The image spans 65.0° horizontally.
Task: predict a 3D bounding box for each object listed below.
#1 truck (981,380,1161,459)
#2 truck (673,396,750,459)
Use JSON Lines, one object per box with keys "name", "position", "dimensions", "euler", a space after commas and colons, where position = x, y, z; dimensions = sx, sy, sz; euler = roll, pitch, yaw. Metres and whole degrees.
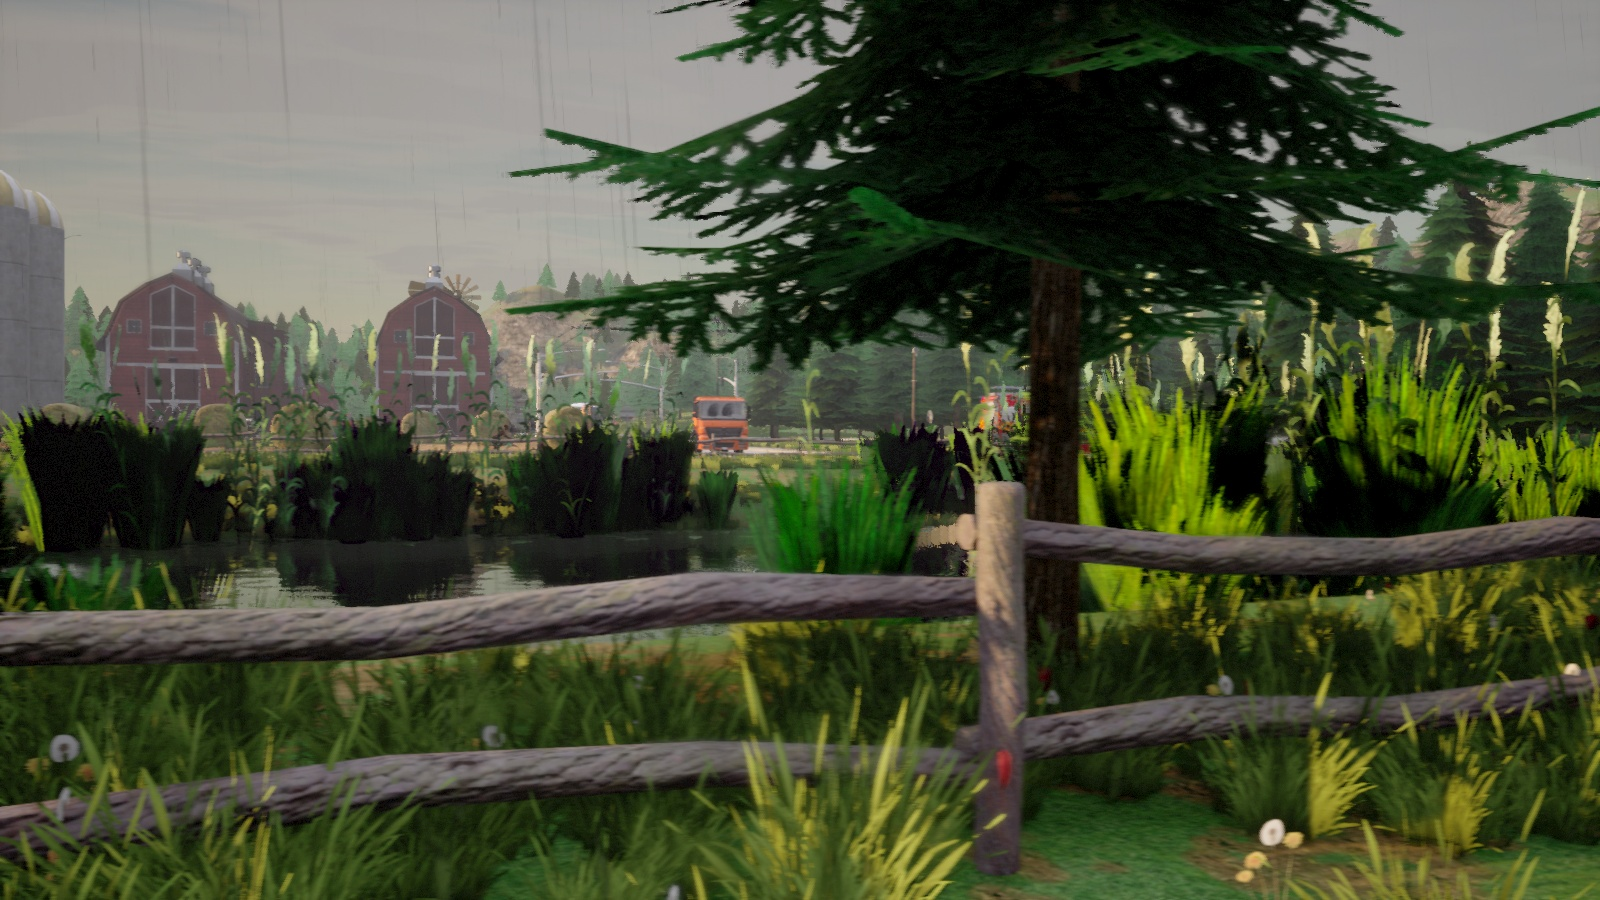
{"name": "truck", "position": [13.715, -1.575, 63.660], "dimensions": [8.468, 3.827, 2.891], "euler": [-1, 1, -13]}
{"name": "truck", "position": [-5.308, -1.312, 73.740], "dimensions": [2.891, 3.462, 7.936], "euler": [-1, 1, -16]}
